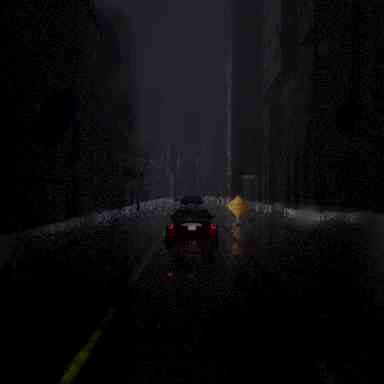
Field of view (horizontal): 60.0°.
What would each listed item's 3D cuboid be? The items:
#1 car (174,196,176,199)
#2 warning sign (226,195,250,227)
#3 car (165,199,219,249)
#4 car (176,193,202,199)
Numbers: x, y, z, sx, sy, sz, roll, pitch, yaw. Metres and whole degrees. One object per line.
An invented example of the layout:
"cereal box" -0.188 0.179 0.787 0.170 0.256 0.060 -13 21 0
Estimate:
"car" -3.000 1.475 75.935 1.882 1.535 5.008 0 0 0
"warning sign" 2.717 1.115 19.698 1.300 1.860 1.060 0 0 0
"car" 0.000 1.366 14.620 2.097 1.767 4.553 0 0 0
"car" 0.000 1.258 29.680 2.150 2.045 5.566 0 0 0
